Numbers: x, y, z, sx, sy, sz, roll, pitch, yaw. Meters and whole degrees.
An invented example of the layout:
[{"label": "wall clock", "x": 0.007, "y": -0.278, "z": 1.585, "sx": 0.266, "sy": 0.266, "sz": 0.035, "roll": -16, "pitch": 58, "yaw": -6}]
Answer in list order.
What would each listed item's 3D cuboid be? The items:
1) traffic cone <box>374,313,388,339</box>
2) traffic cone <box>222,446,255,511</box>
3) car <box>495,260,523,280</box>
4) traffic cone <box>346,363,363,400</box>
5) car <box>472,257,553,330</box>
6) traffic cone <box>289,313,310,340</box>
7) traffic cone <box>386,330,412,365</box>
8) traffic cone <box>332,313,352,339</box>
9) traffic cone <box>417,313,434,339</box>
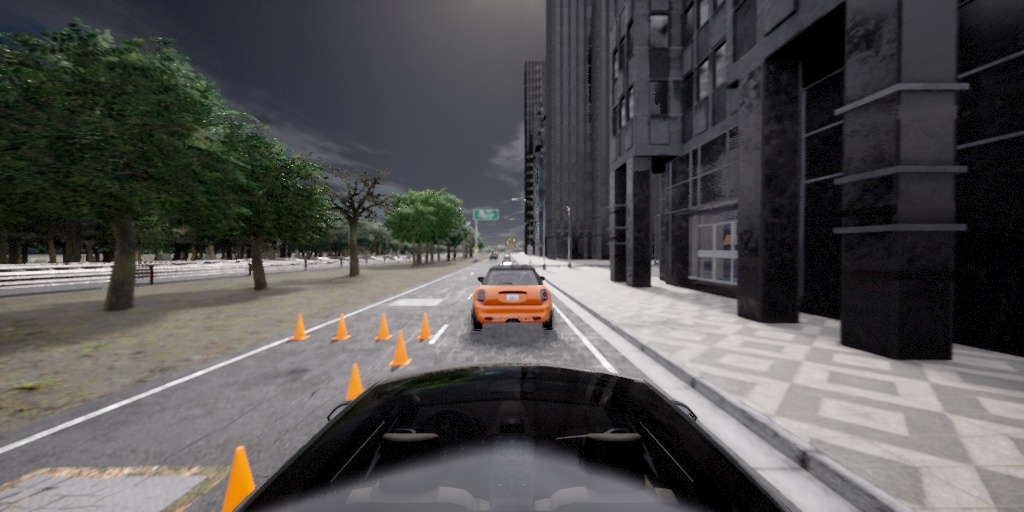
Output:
[{"label": "traffic cone", "x": -3.087, "y": 1.669, "z": 8.638, "sx": 0.340, "sy": 0.580, "sz": 0.340, "roll": 0, "pitch": 0, "yaw": -1}, {"label": "traffic cone", "x": -2.007, "y": 1.706, "z": 2.652, "sx": 0.340, "sy": 0.580, "sz": 0.340, "roll": 0, "pitch": 0, "yaw": -1}, {"label": "car", "x": -0.248, "y": 1.074, "z": 29.171, "sx": 2.033, "sy": 1.411, "sz": 5.357, "roll": 0, "pitch": 1, "yaw": -1}, {"label": "traffic cone", "x": -2.033, "y": 1.693, "z": 4.652, "sx": 0.340, "sy": 0.580, "sz": 0.340, "roll": 0, "pitch": 0, "yaw": -1}, {"label": "car", "x": -0.009, "y": 1.035, "z": 11.062, "sx": 2.097, "sy": 1.767, "sz": 4.553, "roll": 0, "pitch": 0, "yaw": -1}, {"label": "traffic cone", "x": -5.087, "y": 1.676, "z": 8.612, "sx": 0.340, "sy": 0.580, "sz": 0.340, "roll": 0, "pitch": 0, "yaw": -1}, {"label": "traffic cone", "x": -2.060, "y": 1.679, "z": 6.652, "sx": 0.340, "sy": 0.580, "sz": 0.340, "roll": 0, "pitch": 0, "yaw": -1}, {"label": "traffic cone", "x": -4.087, "y": 1.673, "z": 8.625, "sx": 0.340, "sy": 0.580, "sz": 0.340, "roll": 0, "pitch": 0, "yaw": -1}, {"label": "traffic cone", "x": -2.087, "y": 1.664, "z": 8.652, "sx": 0.340, "sy": 0.580, "sz": 0.340, "roll": 0, "pitch": 0, "yaw": -1}]
